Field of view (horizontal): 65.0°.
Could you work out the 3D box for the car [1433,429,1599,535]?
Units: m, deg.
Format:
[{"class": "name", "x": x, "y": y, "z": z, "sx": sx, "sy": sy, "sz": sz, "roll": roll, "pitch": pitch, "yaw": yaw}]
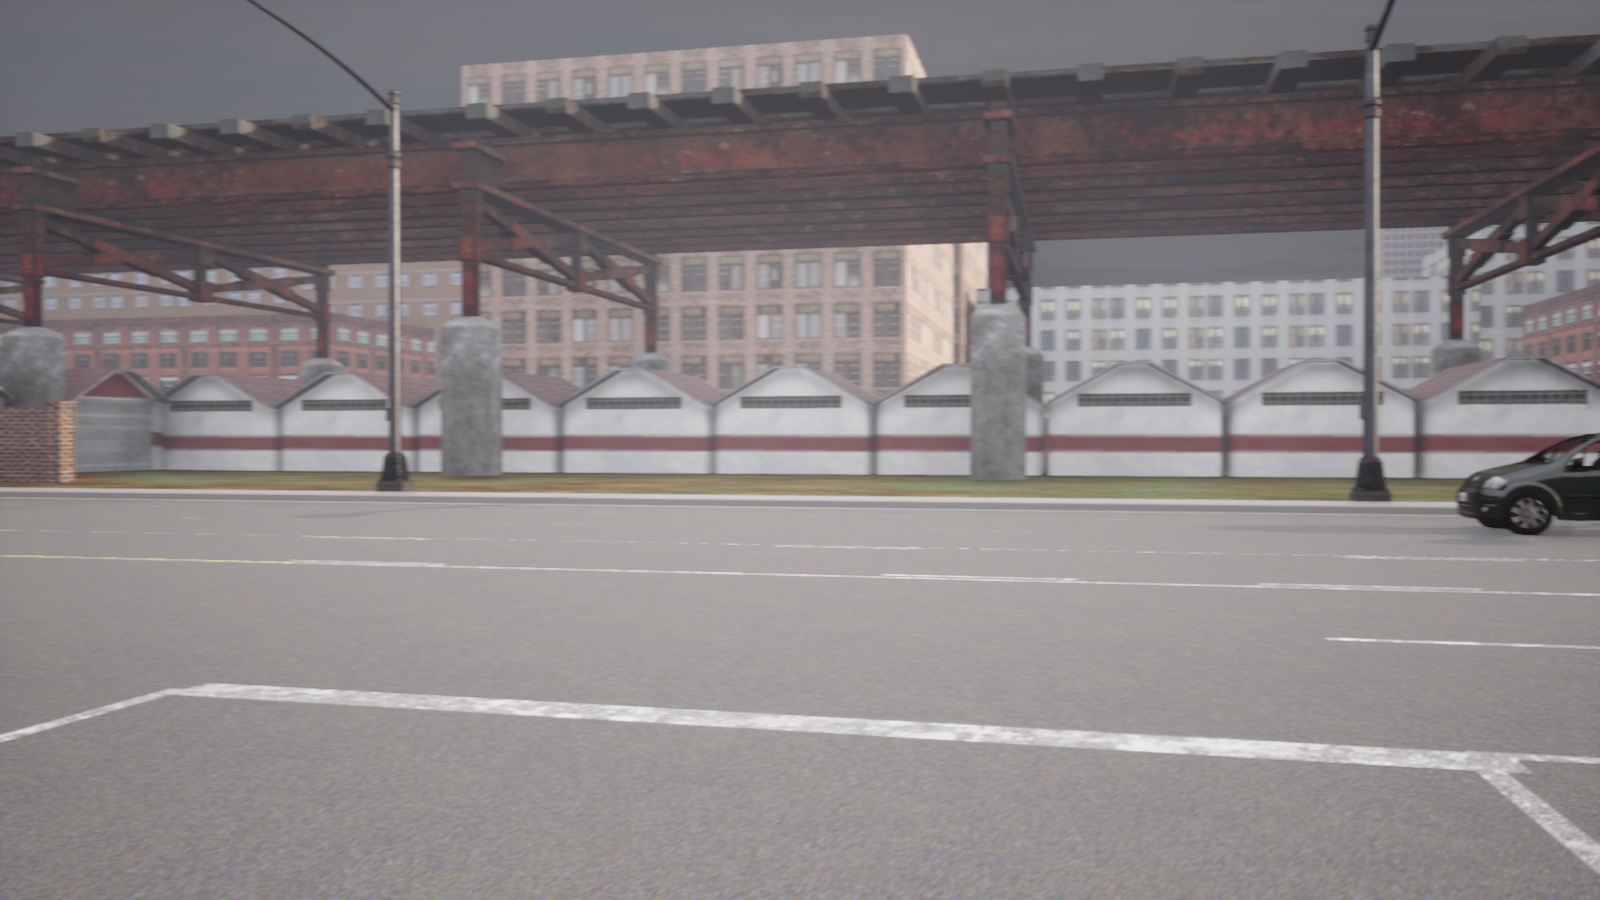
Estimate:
[{"class": "car", "x": 12.467, "y": 0.481, "z": 19.928, "sx": 3.988, "sy": 1.617, "sz": 1.851, "roll": 0, "pitch": 1, "yaw": 12}]
